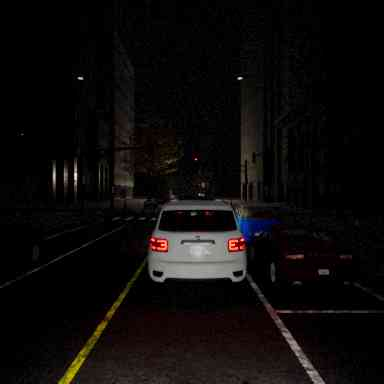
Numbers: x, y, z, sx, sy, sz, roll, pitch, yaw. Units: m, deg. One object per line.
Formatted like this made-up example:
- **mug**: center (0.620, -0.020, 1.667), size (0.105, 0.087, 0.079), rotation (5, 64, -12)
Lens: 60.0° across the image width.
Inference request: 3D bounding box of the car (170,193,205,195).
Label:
- **car**: center (0.084, 1.227, 19.559), size (2.150, 2.045, 5.566), rotation (0, 0, 0)

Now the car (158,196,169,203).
- **car**: center (-5.814, 1.599, 68.488), size (2.008, 1.369, 4.403), rotation (0, 0, 0)

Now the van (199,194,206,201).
- **van**: center (2.699, 1.413, 85.214), size (1.690, 1.788, 3.998), rotation (0, 0, 0)

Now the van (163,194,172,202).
- **van**: center (-5.822, 1.404, 79.066), size (1.690, 1.788, 3.998), rotation (0, 0, 0)

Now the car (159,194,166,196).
- **car**: center (-5.806, 1.580, 57.910), size (1.887, 1.381, 4.507), rotation (0, 0, 0)

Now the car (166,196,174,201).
- **car**: center (-5.831, 1.645, 89.643), size (1.947, 1.339, 4.313), rotation (0, 0, 0)

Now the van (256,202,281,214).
- **van**: center (2.768, 1.344, 14.750), size (1.690, 1.788, 3.998), rotation (0, 0, 0)

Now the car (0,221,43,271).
- **car**: center (-5.784, 1.546, 9.237), size (1.887, 1.381, 4.507), rotation (0, 0, 0)

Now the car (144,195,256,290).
- **car**: center (0.102, 1.223, 9.198), size (2.150, 2.045, 5.566), rotation (0, 0, 0)

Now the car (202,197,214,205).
- **car**: center (2.719, 1.601, 58.148), size (1.947, 1.339, 4.313), rotation (0, 0, 0)

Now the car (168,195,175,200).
- **car**: center (-5.835, 1.613, 94.763), size (1.752, 1.417, 4.829), rotation (0, 0, 0)

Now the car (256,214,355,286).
- **car**: center (2.771, 1.546, 9.225), size (1.887, 1.381, 4.507), rotation (0, 0, 0)

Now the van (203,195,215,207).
- **van**: center (2.724, 1.371, 52.735), size (1.690, 1.788, 3.998), rotation (0, 0, 0)
